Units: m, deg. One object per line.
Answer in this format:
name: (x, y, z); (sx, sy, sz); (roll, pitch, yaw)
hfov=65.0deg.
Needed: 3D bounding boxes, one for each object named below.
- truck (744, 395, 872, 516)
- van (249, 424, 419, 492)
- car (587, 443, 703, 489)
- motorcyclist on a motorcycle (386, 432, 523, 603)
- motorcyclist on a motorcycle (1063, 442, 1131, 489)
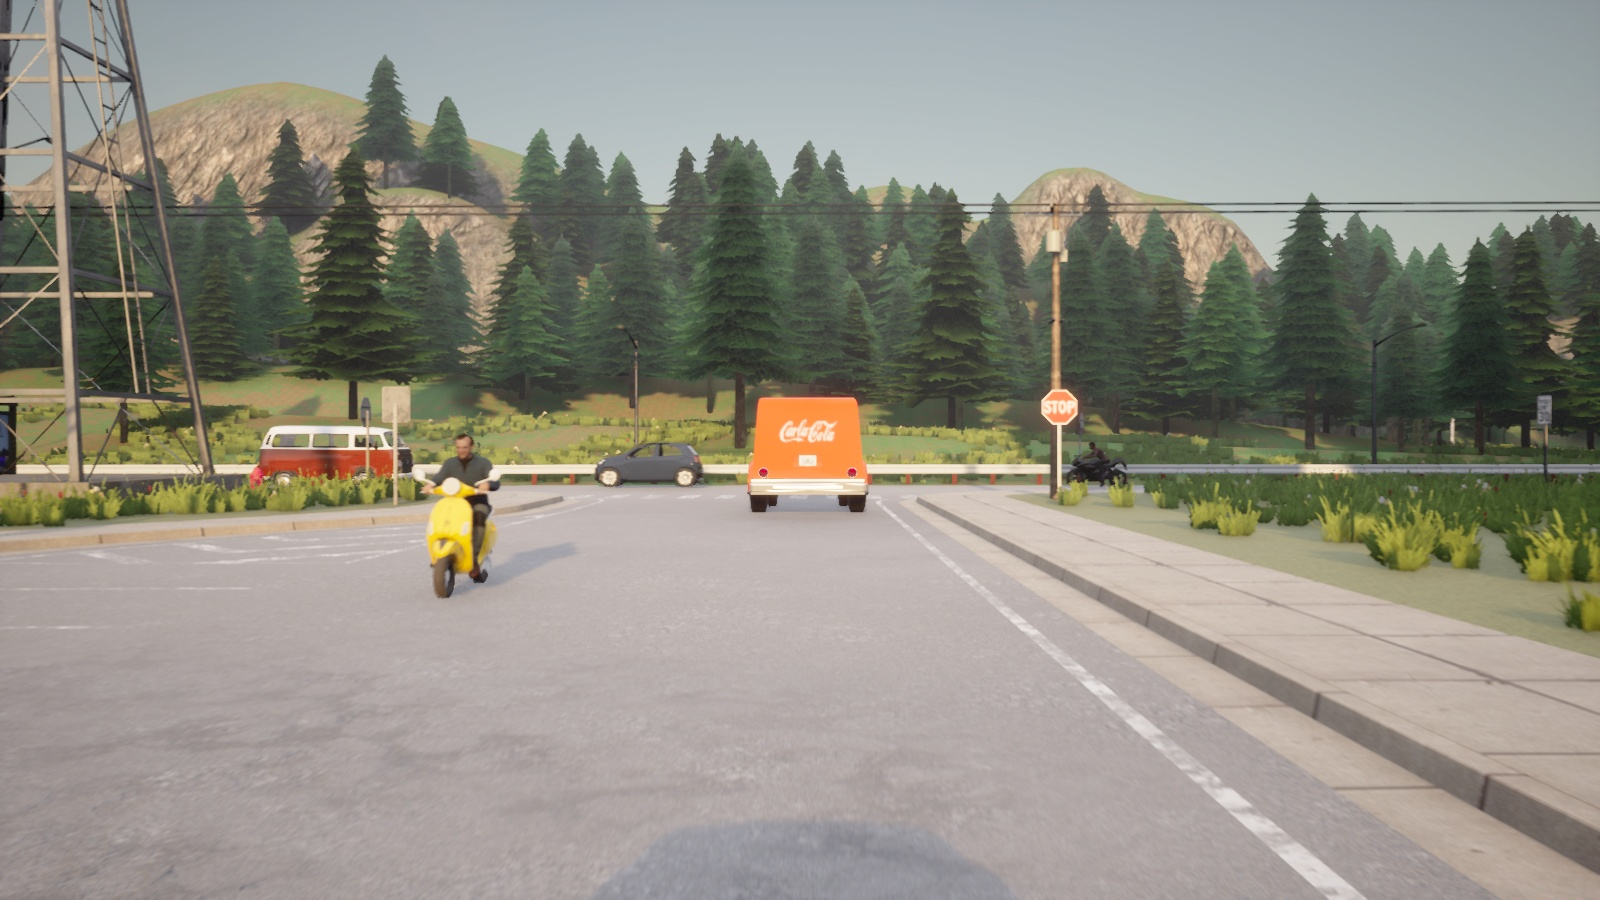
truck: (0.178, 0.099, 28.362); (2.627, 2.467, 5.204); (0, 0, 0)
van: (-14.301, 0.240, 38.724); (4.480, 2.038, 2.069); (0, 0, 1)
car: (-5.155, 0.519, 42.013); (3.633, 1.501, 1.845); (0, 0, 1)
motorcyclist on a motorcycle: (-3.413, 0.626, 12.583); (0.866, 1.590, 1.817); (0, 0, 0)
motorcyclist on a motorcycle: (9.841, 0.502, 41.663); (2.044, 1.523, 0.797); (0, 0, 1)
